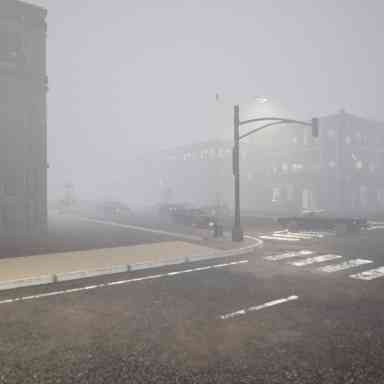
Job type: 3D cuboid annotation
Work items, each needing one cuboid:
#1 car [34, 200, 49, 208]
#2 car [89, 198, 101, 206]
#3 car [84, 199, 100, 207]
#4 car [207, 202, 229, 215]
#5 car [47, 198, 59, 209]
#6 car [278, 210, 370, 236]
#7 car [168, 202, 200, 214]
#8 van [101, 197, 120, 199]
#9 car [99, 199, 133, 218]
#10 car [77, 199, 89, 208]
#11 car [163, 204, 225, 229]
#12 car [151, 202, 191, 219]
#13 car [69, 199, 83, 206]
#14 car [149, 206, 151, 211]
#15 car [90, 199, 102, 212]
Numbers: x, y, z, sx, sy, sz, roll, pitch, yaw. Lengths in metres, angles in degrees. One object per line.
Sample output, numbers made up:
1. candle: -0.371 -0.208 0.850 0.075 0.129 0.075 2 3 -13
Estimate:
1. car: -30.331 2.376 67.066 2.008 1.369 4.403 -1 0 -35
2. car: -17.096 1.940 62.888 2.192 1.841 5.009 -1 0 -35
3. car: -20.294 2.227 67.402 1.887 1.381 4.507 -1 0 -35
4. car: 2.130 1.809 35.805 2.008 1.369 4.403 -2 0 -35
5. car: -23.825 2.233 57.898 1.752 1.417 4.829 -1 0 -35
6. car: 7.417 1.687 19.021 1.895 1.301 4.718 0 -2 -41
7. car: -1.073 1.904 40.319 1.802 1.307 4.206 -2 0 -35
8. van: -13.892 1.907 58.374 1.690 1.788 3.998 -1 0 -35
9. car: -7.909 1.846 35.467 1.967 1.590 4.097 -1 0 -35
10. car: -20.193 2.194 62.816 1.812 1.442 4.674 -1 0 -35
11. car: 0.026 1.814 24.081 1.947 1.339 4.313 -1 0 -35
12. car: -1.634 1.825 31.126 1.812 1.442 4.674 -1 0 -35
13. car: -26.701 2.364 76.431 1.947 1.339 4.313 -1 0 -35
14. car: -4.276 1.966 44.833 1.802 1.307 4.206 -2 0 -35
15. car: -11.699 2.042 45.338 2.033 1.411 5.357 -1 0 -35
